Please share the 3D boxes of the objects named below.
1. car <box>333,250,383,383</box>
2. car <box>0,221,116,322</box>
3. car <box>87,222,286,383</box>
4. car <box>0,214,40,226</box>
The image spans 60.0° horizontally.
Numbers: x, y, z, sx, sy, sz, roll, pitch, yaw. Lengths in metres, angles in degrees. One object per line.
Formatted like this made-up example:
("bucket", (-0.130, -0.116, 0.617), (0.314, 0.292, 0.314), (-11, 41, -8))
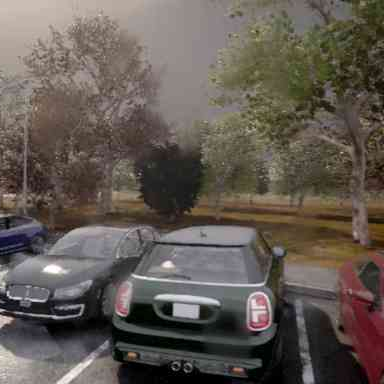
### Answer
("car", (2.924, 1.527, 4.025), (2.002, 1.452, 4.674), (1, 0, 15))
("car", (-1.927, 1.470, 7.455), (2.231, 1.521, 4.892), (1, 0, 15))
("car", (0.484, 1.351, 5.713), (2.185, 1.767, 4.553), (0, -1, 15))
("car", (-6.825, 1.483, 10.807), (2.163, 1.488, 4.792), (1, -1, 14))
